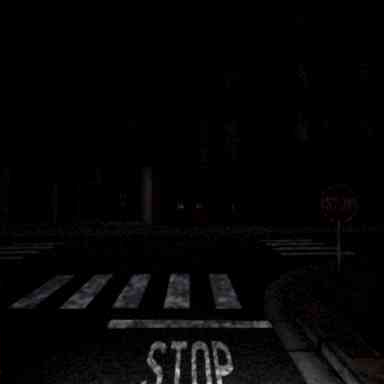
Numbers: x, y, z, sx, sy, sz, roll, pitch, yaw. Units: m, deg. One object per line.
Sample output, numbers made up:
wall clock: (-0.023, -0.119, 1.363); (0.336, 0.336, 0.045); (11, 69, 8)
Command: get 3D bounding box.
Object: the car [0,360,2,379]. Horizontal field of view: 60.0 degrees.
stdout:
car: (-2.636, 1.521, 1.122); (1.752, 1.417, 4.829); (1, 0, 0)
